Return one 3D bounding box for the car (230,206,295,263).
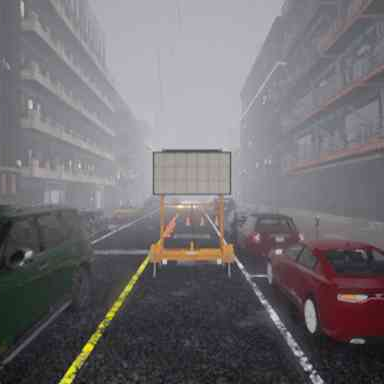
[{"bbox_3d":[2.691,1.481,12.123,1.967,1.590,4.097,0,0,0],"label":"car"}]

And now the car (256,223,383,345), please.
[{"bbox_3d":[2.692,1.567,6.486,1.887,1.381,4.507,0,0,0],"label":"car"}]

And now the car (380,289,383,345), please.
[{"bbox_3d":[2.691,1.569,0.850,1.947,1.339,4.313,0,0,0],"label":"car"}]

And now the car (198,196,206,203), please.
[{"bbox_3d":[2.686,1.770,79.929,1.752,1.417,4.829,0,0,0],"label":"car"}]

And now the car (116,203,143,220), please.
[{"bbox_3d":[-5.691,1.619,28.864,1.752,1.417,4.829,0,0,0],"label":"car"}]

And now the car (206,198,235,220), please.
[{"bbox_3d":[2.691,1.410,29.032,2.192,1.841,5.009,0,0,0],"label":"car"}]

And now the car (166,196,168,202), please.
[{"bbox_3d":[-5.694,1.761,57.217,1.802,1.307,4.206,0,0,0],"label":"car"}]

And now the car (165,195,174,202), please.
[{"bbox_3d":[-5.695,1.700,85.398,1.967,1.590,4.097,0,0,0],"label":"car"}]

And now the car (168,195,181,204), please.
[{"bbox_3d":[-3.004,1.672,62.435,1.882,1.535,5.008,0,0,0],"label":"car"}]

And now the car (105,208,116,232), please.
[{"bbox_3d":[-5.690,1.625,17.761,1.947,1.339,4.313,0,0,0],"label":"car"}]

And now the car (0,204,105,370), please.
[{"bbox_3d":[-3.100,1.238,4.727,2.150,2.045,5.566,0,0,0],"label":"car"}]

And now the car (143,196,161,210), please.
[{"bbox_3d":[-5.692,1.586,45.945,1.967,1.590,4.097,0,0,0],"label":"car"}]

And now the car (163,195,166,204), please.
[{"bbox_3d":[-5.692,1.477,51.582,2.192,1.841,5.009,0,0,0],"label":"car"}]

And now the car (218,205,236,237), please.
[{"bbox_3d":[2.691,1.610,17.758,2.008,1.369,4.403,0,0,0],"label":"car"}]

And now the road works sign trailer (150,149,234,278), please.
[{"bbox_3d":[-0.001,0.499,10.259,2.380,3.560,2.880,0,0,0],"label":"road works sign trailer"}]

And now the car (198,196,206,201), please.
[{"bbox_3d":[2.685,1.820,91.032,1.887,1.381,4.507,0,0,0],"label":"car"}]
